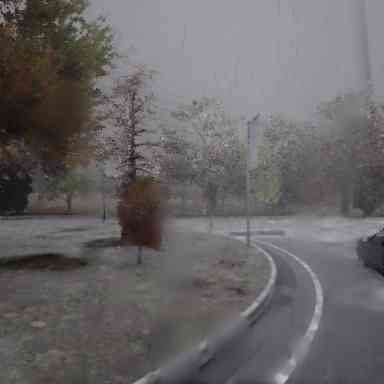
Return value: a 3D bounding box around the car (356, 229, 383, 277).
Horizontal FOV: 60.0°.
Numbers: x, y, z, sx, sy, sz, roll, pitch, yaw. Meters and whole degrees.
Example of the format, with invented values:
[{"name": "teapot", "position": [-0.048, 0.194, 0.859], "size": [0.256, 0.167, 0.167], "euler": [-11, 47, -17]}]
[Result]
[{"name": "car", "position": [5.729, 1.608, 8.545], "size": [2.033, 1.411, 5.357], "euler": [0, 0, 15]}]
